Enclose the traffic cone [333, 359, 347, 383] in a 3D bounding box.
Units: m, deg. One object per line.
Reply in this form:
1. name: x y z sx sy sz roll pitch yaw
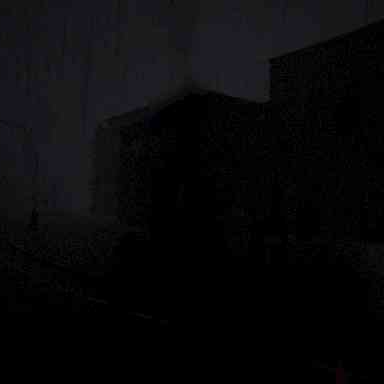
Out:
1. traffic cone: 1.639 2.155 3.673 0.340 0.580 0.340 1 -2 20
